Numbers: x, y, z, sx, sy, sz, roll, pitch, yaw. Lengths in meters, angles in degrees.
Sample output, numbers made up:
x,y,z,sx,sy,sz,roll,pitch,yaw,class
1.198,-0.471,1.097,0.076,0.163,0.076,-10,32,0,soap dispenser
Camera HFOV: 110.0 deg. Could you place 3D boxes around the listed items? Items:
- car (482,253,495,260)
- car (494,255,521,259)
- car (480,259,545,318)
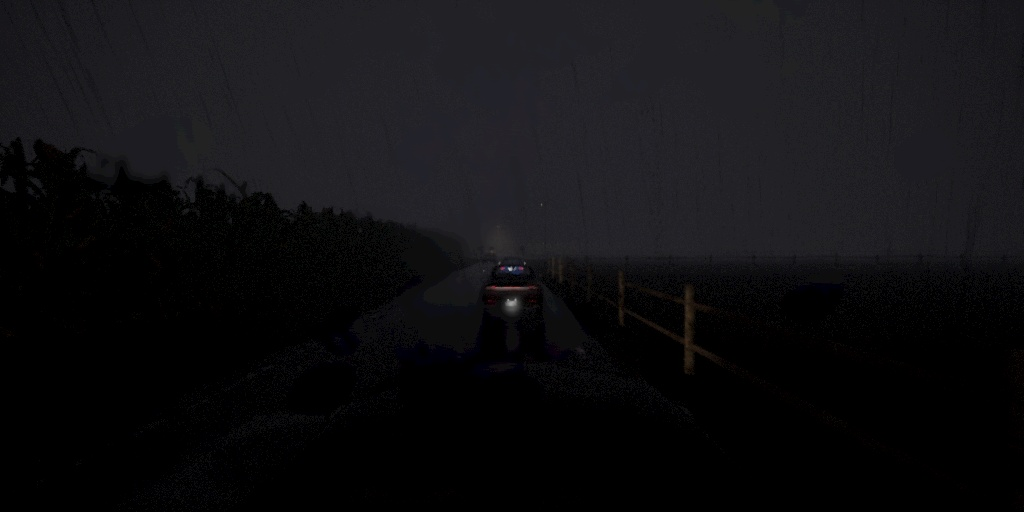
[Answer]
x,y,z,sx,sy,sz,roll,pitch,yaw,class
-2.906,0.309,47.395,2.033,1.411,5.357,0,1,0,car
0.008,0.774,26.150,2.033,1.411,5.357,0,1,0,car
0.035,1.025,11.947,2.128,1.511,4.902,0,1,0,car
